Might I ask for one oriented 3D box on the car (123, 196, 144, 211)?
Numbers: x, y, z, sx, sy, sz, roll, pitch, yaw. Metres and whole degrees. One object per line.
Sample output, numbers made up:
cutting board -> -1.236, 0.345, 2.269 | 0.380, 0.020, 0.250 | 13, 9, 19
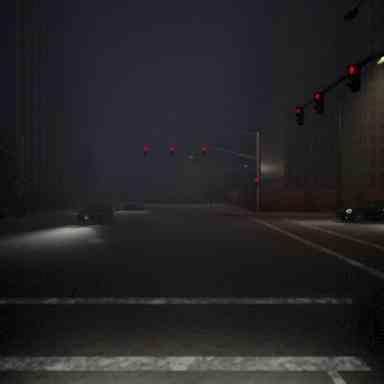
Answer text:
car -> -7.149, 1.505, 41.109 | 1.812, 1.442, 4.674 | 0, 0, 0

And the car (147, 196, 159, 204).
car -> -7.122, 1.494, 61.408 | 1.812, 1.442, 4.674 | 0, 0, 0

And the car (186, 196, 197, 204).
car -> -0.091, 1.530, 65.239 | 1.994, 1.385, 4.181 | 0, 0, 0

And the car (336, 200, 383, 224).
car -> 12.945, 1.341, 24.170 | 4.553, 1.767, 2.097 | 0, 0, 0

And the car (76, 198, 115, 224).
car -> -7.133, 1.479, 24.909 | 2.128, 1.511, 4.902 | 0, 0, 0

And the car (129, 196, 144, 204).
car -> -10.604, 1.515, 63.604 | 2.033, 1.411, 5.357 | 0, 0, 0

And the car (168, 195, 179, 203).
car -> -3.591, 1.318, 65.204 | 2.097, 1.767, 4.553 | 0, 0, 0

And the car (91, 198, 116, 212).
car -> -10.648, 1.505, 40.197 | 1.812, 1.442, 4.674 | 0, 0, 0

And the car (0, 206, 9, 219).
car -> -16.106, 1.465, 24.073 | 5.008, 1.535, 1.882 | 0, 2, -24
